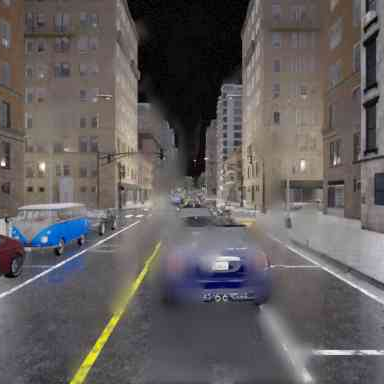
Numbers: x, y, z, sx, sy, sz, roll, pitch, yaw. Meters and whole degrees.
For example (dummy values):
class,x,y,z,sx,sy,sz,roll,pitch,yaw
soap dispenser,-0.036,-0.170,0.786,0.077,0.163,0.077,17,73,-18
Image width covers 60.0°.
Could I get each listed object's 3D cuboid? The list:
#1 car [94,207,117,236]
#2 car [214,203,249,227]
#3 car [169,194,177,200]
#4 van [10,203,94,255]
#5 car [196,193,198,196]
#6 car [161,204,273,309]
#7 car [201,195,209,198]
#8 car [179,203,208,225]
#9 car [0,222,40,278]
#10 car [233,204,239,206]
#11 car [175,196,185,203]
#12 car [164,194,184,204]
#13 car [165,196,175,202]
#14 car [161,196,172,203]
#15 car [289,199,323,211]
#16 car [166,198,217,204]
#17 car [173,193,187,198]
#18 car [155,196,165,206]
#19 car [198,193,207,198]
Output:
class,x,y,z,sx,sy,sz,roll,pitch,yaw
car,-5.336,1.551,18.324,2.008,1.369,4.403,0,0,0
car,2.709,1.551,23.707,2.008,1.369,4.403,0,0,0
car,-5.118,1.433,90.374,1.967,1.590,4.097,0,0,0
van,-5.354,1.341,12.917,1.690,1.788,3.998,0,0,0
car,2.890,1.309,84.673,2.192,1.841,5.009,0,0,0
car,0.328,1.352,8.123,2.097,1.767,4.553,0,0,-5
car,2.787,1.551,50.583,2.008,1.369,4.403,0,0,0
car,0.092,1.564,25.052,1.994,1.385,4.181,0,0,0
car,-5.371,1.582,7.511,1.802,1.307,4.206,0,0,0
car,2.698,1.525,18.471,1.752,1.417,4.829,0,0,0
car,-2.540,1.522,70.556,1.812,1.442,4.674,0,0,0
car,-2.692,1.478,50.462,1.882,1.535,5.008,0,0,0
car,-5.152,1.547,79.012,2.008,1.369,4.403,0,0,0
car,-5.186,1.564,67.649,1.947,1.339,4.313,0,0,0
car,13.705,1.517,38.313,4.718,1.301,1.895,0,0,0
car,0.123,1.352,15.390,2.097,1.767,4.553,0,0,0
car,-2.641,1.221,60.451,2.150,2.045,5.566,0,0,1
car,-5.221,1.526,56.117,1.752,1.417,4.829,0,0,0
car,2.856,1.437,73.309,1.967,1.590,4.097,0,0,0
